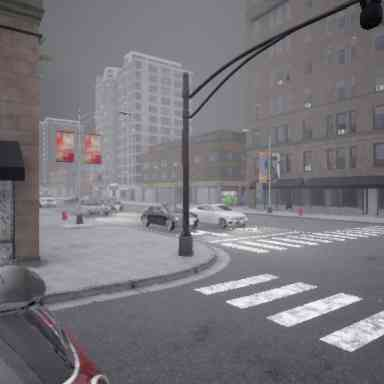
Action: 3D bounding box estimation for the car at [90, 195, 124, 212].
[{"bbox_3d":[-9.211,1.438,36.900,2.128,1.511,4.902,0,0,-36],"label":"car"}]

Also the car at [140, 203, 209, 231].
[{"bbox_3d":[-1.470,1.469,20.617,2.128,1.511,4.902,0,0,-36],"label":"car"}]

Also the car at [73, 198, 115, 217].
[{"bbox_3d":[-9.394,1.557,31.589,1.895,1.301,4.718,0,0,-36],"label":"car"}]

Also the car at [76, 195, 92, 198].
[{"bbox_3d":[-16.077,1.270,52.297,2.097,1.767,4.553,0,0,-36],"label":"car"}]

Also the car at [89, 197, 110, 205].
[{"bbox_3d":[-16.184,1.507,57.994,1.895,1.301,4.718,0,0,-36],"label":"car"}]

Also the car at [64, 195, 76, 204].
[{"bbox_3d":[-21.750,1.407,60.159,1.837,1.490,4.892,0,0,-36],"label":"car"}]

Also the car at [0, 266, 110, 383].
[{"bbox_3d":[-2.633,1.352,1.420,4.553,1.767,2.097,0,0,-36],"label":"car"}]

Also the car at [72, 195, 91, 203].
[{"bbox_3d":[-22.086,1.437,66.170,2.033,1.411,5.357,0,0,-36],"label":"car"}]

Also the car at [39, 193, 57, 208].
[{"bbox_3d":[-21.396,1.144,48.383,2.150,2.045,5.566,0,0,-36],"label":"car"}]

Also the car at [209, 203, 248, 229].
[{"bbox_3d":[1.590,1.501,21.957,1.812,1.442,4.674,0,0,-37],"label":"car"}]
